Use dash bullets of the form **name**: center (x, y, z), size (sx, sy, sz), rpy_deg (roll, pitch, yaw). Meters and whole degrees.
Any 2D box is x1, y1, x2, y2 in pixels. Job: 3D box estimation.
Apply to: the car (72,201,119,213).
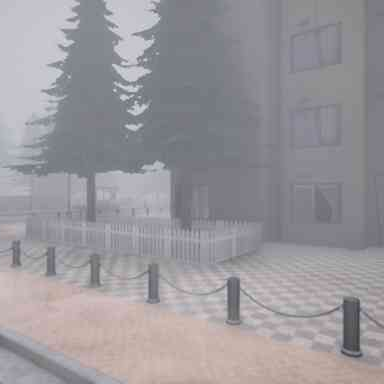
- **car**: center (-9.972, 1.564, 34.654), size (1.895, 1.301, 4.718), rpy_deg (0, 0, 37)
